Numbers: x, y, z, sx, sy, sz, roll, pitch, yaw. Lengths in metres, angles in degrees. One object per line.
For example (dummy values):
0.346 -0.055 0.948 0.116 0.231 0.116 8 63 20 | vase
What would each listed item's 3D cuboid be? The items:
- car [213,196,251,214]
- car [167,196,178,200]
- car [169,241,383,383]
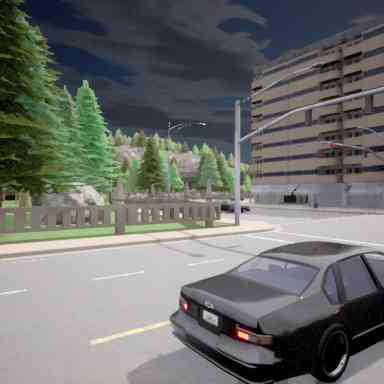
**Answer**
3.749 1.491 34.846 2.033 1.411 5.357 0 0 -33 | car
-3.255 1.436 53.457 2.128 1.511 4.902 0 0 -6 | car
2.273 1.547 5.410 5.357 1.411 2.033 0 0 -35 | car
